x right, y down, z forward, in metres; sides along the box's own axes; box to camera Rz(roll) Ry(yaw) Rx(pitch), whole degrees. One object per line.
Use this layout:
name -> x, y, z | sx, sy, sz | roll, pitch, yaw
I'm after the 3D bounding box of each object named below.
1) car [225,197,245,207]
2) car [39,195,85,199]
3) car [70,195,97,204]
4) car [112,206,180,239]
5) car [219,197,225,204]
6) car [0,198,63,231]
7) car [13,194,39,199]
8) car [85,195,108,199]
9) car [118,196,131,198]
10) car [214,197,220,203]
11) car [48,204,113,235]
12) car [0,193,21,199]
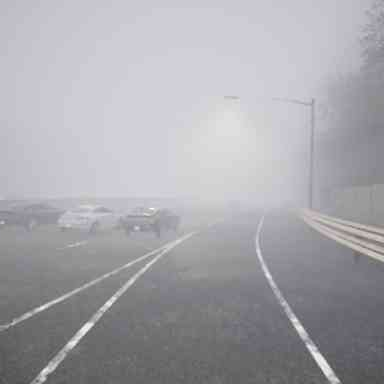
car -> 7.773, 1.945, 59.534 | 2.128, 1.511, 4.902 | 2, 0, 13
car -> -15.057, 1.204, 38.853 | 1.882, 1.535, 5.008 | 2, 0, 14
car -> -18.208, 1.214, 56.006 | 2.128, 1.511, 4.902 | 2, 0, 14
car -> -1.976, 1.478, 17.549 | 2.128, 1.511, 4.902 | 2, 0, 13
car -> 8.055, 2.136, 76.207 | 1.895, 1.301, 4.718 | 2, 0, 13
car -> -8.855, 1.310, 18.867 | 1.837, 1.490, 4.892 | 2, 0, 13
car -> -18.513, 1.198, 39.418 | 1.994, 1.385, 4.181 | 2, 0, 14
car -> -14.993, 1.349, 54.409 | 2.033, 1.411, 5.357 | 2, 0, 14
car -> -11.282, 1.399, 54.907 | 2.128, 1.511, 4.902 | 2, 0, 14
car -> 6.886, 2.082, 86.625 | 1.812, 1.442, 4.674 | 2, 0, 13
car -> -5.421, 1.421, 18.184 | 1.812, 1.442, 4.674 | 2, 0, 13
car -> -21.977, 0.893, 39.938 | 2.097, 1.767, 4.553 | 2, 0, 14
